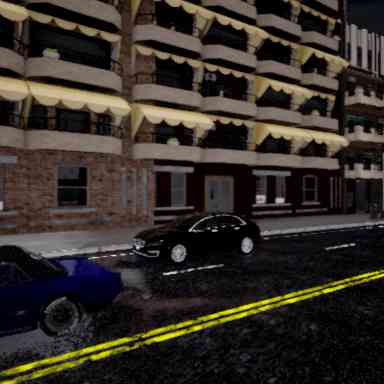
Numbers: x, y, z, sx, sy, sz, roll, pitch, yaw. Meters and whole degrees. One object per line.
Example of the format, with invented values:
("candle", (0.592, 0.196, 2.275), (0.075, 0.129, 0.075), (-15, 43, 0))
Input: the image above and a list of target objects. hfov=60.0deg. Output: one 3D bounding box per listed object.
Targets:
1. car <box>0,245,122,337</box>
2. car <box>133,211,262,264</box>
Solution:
("car", (-3.619, 1.579, 5.064), (4.718, 1.301, 1.895), (0, 0, -35))
("car", (0.314, 1.481, 11.750), (4.892, 1.490, 1.837), (0, 0, -34))
